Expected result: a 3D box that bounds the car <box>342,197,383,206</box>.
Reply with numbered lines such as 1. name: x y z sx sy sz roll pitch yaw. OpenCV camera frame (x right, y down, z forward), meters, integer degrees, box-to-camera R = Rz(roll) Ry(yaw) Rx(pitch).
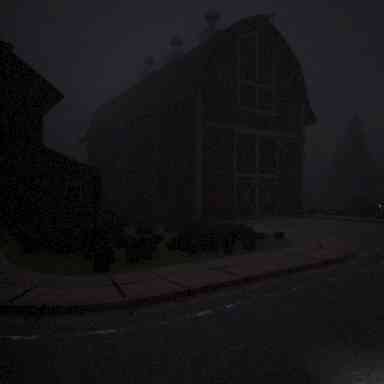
1. car: 18.226 1.363 35.080 2.097 1.767 4.553 0 0 -34
